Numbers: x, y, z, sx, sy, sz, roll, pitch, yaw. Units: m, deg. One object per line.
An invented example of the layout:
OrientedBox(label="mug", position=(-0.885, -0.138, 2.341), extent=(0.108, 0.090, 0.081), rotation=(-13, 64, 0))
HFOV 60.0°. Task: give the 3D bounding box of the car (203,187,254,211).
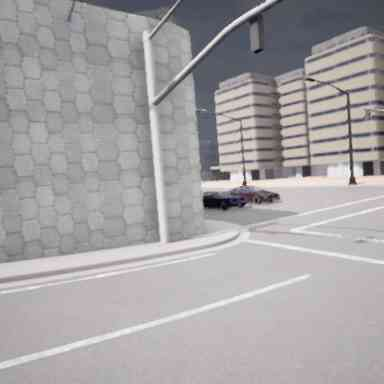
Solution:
OrientedBox(label="car", position=(2.018, 0.595, 25.023), extent=(1.895, 1.301, 4.718), rotation=(-7, 4, -35))

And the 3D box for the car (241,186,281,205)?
OrientedBox(label="car", position=(4.668, 0.200, 27.301), extent=(2.033, 1.411, 5.357), rotation=(-7, 4, -35))
